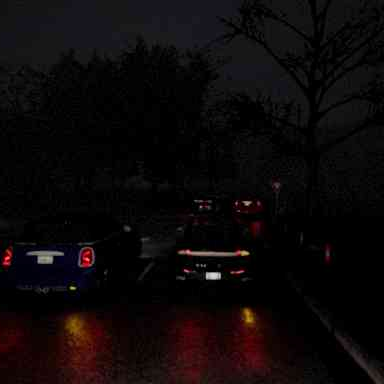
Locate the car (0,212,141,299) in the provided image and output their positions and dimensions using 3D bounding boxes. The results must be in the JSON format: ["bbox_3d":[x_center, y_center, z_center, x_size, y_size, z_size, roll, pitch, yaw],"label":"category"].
[{"bbox_3d":[-2.709,1.285,8.526,2.097,1.767,4.553,0,1,3],"label":"car"}]

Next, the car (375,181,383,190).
[{"bbox_3d":[34.798,-1.285,59.291,2.185,1.767,4.553,-1,3,-15],"label":"car"}]

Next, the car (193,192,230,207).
[{"bbox_3d":[1.972,0.785,26.109,2.128,1.511,4.902,2,3,33],"label":"car"}]

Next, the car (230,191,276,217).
[{"bbox_3d":[4.833,0.734,24.404,2.097,1.767,4.553,2,3,30],"label":"car"}]

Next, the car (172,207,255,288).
[{"bbox_3d":[0.569,1.421,9.096,2.128,1.511,4.902,0,1,3],"label":"car"}]

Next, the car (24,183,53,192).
[{"bbox_3d":[-25.314,-0.698,54.221,5.008,1.535,1.882,-2,3,-39],"label":"car"}]
